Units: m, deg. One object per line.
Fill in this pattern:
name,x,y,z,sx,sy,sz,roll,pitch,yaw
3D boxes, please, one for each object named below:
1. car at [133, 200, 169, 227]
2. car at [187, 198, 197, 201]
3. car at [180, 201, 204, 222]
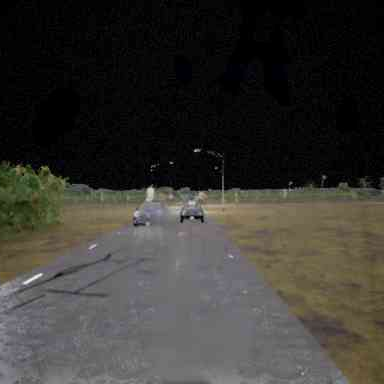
car,-2.764,1.417,23.224,2.097,1.767,4.553,0,0,0
car,-0.012,1.818,55.772,2.033,1.649,4.856,0,-1,0
car,0.024,1.696,27.271,1.895,1.301,4.718,0,0,1
